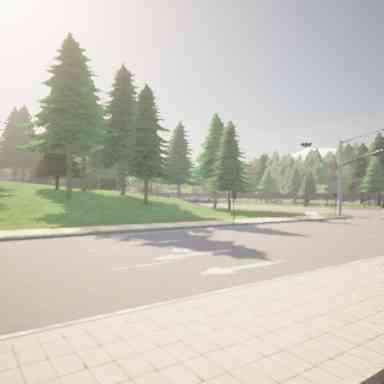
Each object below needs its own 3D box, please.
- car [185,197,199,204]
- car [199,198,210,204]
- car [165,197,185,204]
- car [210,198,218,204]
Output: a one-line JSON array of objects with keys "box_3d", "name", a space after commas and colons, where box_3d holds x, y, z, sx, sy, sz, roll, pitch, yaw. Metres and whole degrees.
[{"box_3d": [-1.316, 1.963, 75.093, 2.128, 1.511, 4.902, 1, 0, -35], "name": "car"}, {"box_3d": [1.550, 2.000, 77.103, 1.812, 1.442, 4.674, 1, 0, -35], "name": "car"}, {"box_3d": [-4.181, 1.923, 73.083, 1.812, 1.442, 4.674, 1, 0, -35], "name": "car"}, {"box_3d": [4.415, 2.067, 79.112, 1.994, 1.385, 4.181, 1, 0, -35], "name": "car"}]
